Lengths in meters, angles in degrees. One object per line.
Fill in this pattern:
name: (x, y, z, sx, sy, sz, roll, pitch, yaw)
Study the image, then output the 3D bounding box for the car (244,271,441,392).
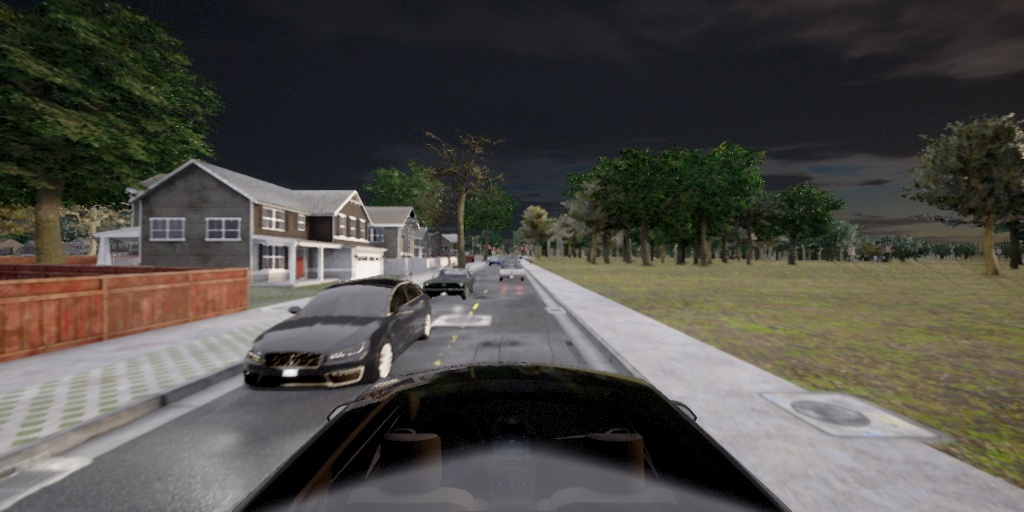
car: (-2.856, 1.233, 7.027, 1.837, 1.490, 4.892, 0, 0, 0)

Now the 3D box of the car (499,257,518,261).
car: (-0.051, 0.911, 40.853, 2.097, 1.767, 4.553, 0, 0, 0)

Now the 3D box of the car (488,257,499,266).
car: (-2.934, 0.927, 60.902, 1.882, 1.535, 5.008, 0, 0, 0)

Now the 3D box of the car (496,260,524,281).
car: (-0.005, 1.226, 28.232, 1.895, 1.301, 4.718, 0, 0, 0)

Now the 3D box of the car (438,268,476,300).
car: (-2.874, 1.281, 17.311, 1.895, 1.301, 4.718, 0, 0, 0)
